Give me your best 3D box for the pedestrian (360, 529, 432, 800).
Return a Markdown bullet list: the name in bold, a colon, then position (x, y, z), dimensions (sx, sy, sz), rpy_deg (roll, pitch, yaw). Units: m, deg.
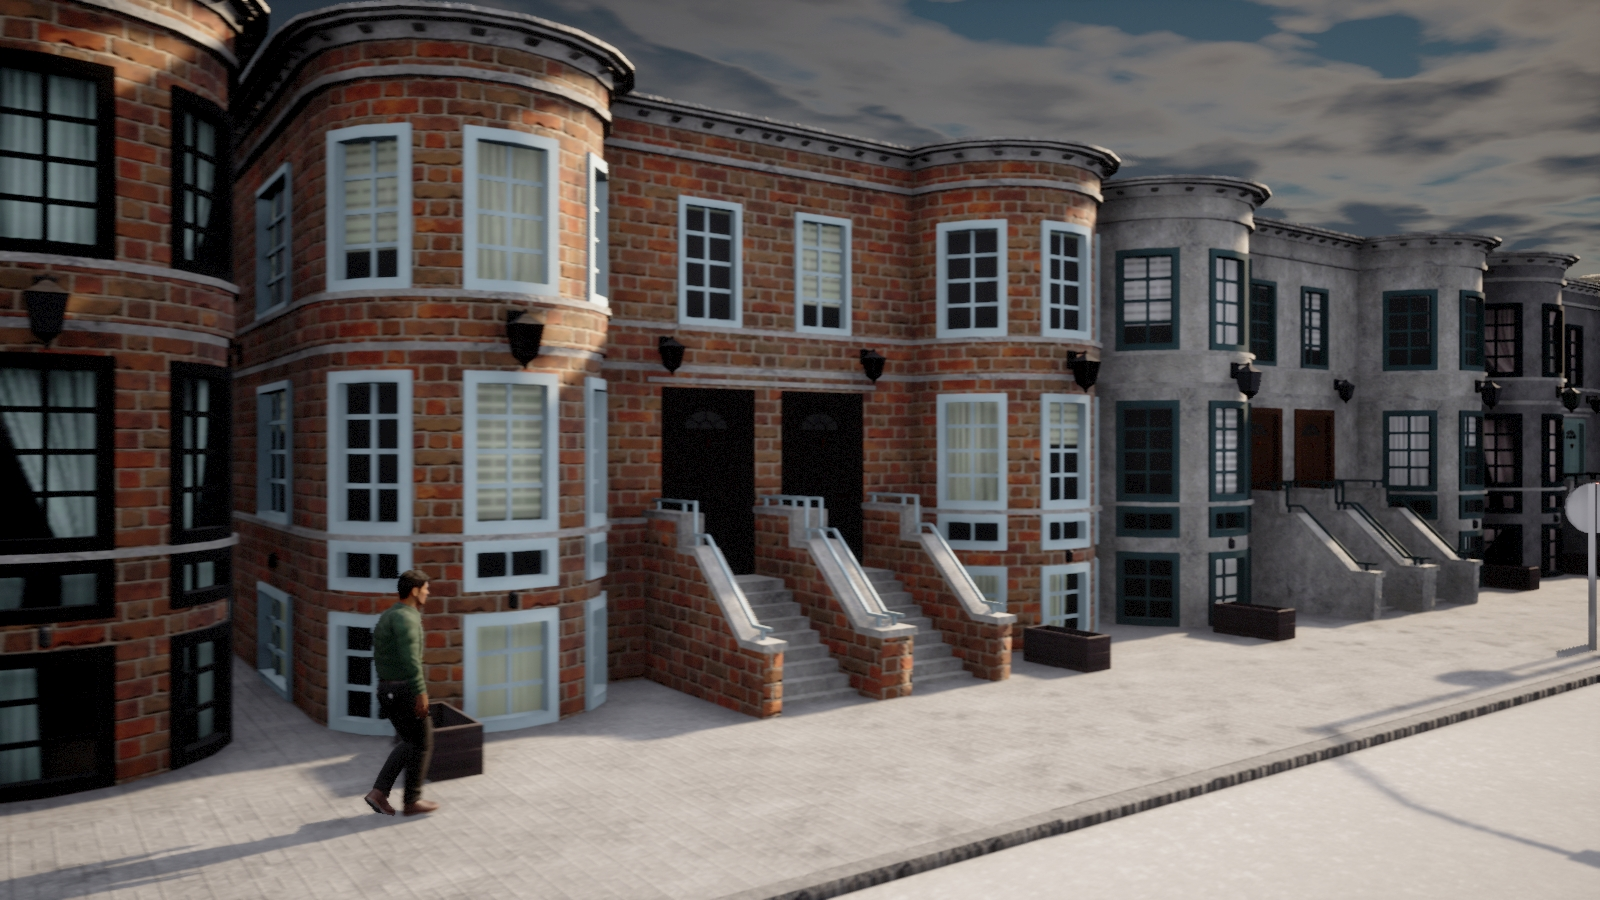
- **pedestrian**: position (-2.925, 1.523, 8.268), dimensions (0.375, 1.860, 0.375), rpy_deg (0, 0, -42)
